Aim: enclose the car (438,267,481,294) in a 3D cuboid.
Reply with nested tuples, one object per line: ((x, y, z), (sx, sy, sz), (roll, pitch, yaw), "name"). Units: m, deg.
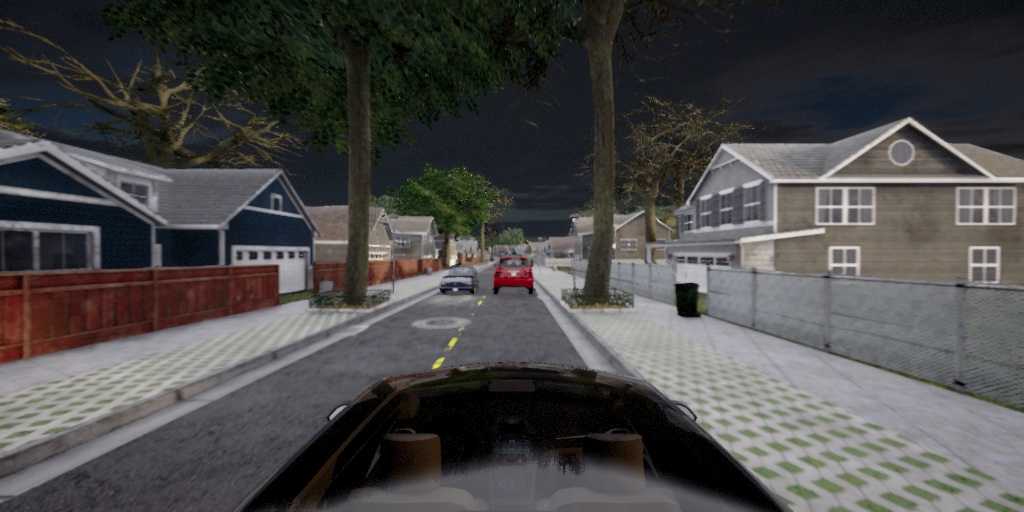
((-2.852, 1.326, 20.748), (2.033, 1.411, 5.357), (0, 0, 0), "car")

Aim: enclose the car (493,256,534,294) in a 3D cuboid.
((0.090, 1.003, 20.737), (2.150, 2.045, 5.566), (0, 0, 0), "car")
